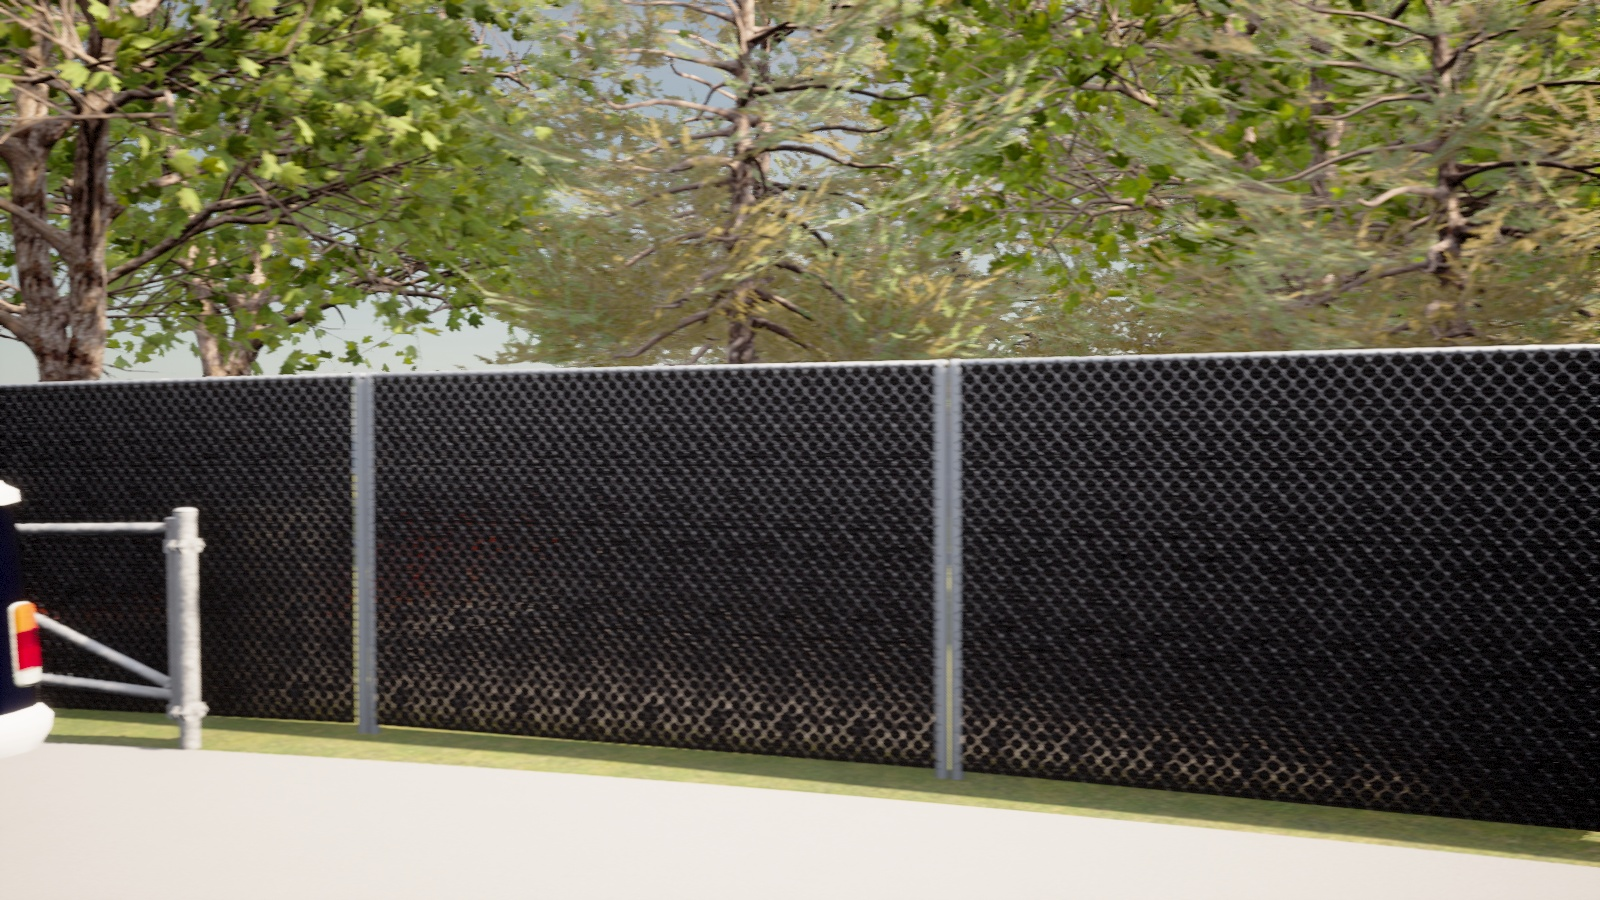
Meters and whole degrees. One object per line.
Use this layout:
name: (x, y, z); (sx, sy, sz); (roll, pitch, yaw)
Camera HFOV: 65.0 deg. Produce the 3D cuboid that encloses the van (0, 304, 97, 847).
van: (-5.307, 0.463, 4.674); (4.480, 2.038, 2.069); (0, 1, 14)
